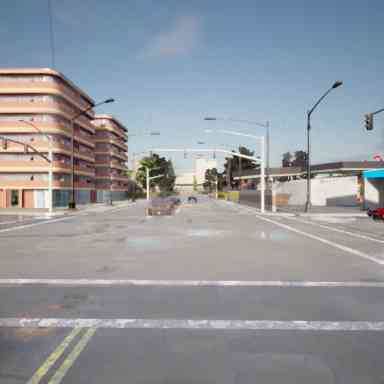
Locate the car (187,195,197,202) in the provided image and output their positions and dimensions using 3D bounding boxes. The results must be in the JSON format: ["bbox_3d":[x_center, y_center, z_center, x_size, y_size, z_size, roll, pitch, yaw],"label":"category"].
[{"bbox_3d":[0.077,1.339,70.824,1.812,1.442,4.674,0,0,0],"label":"car"}]

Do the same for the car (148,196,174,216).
[{"bbox_3d":[-3.115,1.329,31.924,2.097,1.767,4.553,0,0,-5],"label":"car"}]

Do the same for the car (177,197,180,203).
[{"bbox_3d":[-3.518,1.501,57.302,1.837,1.490,4.892,0,1,0],"label":"car"}]

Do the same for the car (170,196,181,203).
[{"bbox_3d":[-3.424,1.601,69.529,1.895,1.301,4.718,0,0,0],"label":"car"}]

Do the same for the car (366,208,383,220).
[{"bbox_3d":[16.564,1.601,26.430,4.718,1.301,1.895,0,0,1],"label":"car"}]

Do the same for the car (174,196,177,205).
[{"bbox_3d":[-3.545,1.601,46.143,1.895,1.301,4.718,0,0,0],"label":"car"}]
